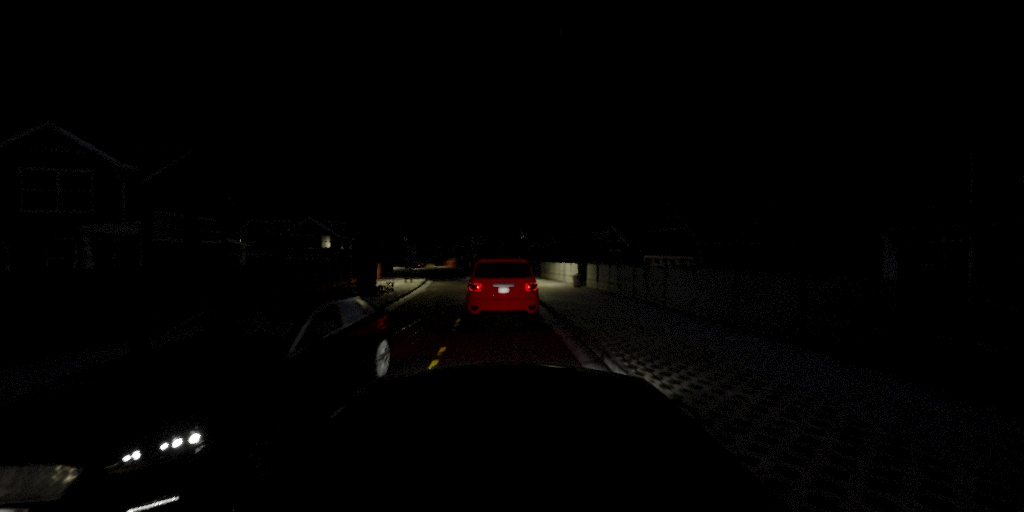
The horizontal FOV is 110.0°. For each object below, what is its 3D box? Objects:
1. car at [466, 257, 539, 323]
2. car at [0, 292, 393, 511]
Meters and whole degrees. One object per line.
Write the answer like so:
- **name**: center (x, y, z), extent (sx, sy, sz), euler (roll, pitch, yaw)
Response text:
- **car**: center (-0.401, 1.038, 12.543), extent (2.150, 2.045, 5.566), euler (0, 0, -4)
- **car**: center (-2.974, 1.261, 4.472), extent (2.128, 1.511, 4.902), euler (0, 0, -2)
